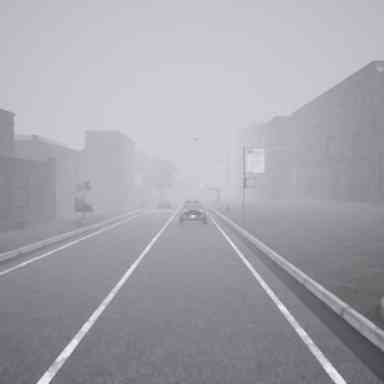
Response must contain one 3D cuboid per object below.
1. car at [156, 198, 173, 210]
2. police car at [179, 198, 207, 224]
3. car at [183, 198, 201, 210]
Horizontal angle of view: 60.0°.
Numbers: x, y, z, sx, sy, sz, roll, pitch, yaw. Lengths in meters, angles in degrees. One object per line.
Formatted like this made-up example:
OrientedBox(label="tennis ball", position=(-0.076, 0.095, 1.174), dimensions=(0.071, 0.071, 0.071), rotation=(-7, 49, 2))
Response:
OrientedBox(label="car", position=(-3.546, 1.522, 43.406), dimensions=(1.837, 1.490, 4.892), rotation=(0, -1, 0))
OrientedBox(label="police car", position=(0.057, 1.493, 24.988), dimensions=(2.038, 1.542, 4.974), rotation=(0, 0, 0))
OrientedBox(label="car", position=(-0.028, 1.518, 43.037), dimensions=(2.163, 1.488, 4.792), rotation=(0, 0, 0))
